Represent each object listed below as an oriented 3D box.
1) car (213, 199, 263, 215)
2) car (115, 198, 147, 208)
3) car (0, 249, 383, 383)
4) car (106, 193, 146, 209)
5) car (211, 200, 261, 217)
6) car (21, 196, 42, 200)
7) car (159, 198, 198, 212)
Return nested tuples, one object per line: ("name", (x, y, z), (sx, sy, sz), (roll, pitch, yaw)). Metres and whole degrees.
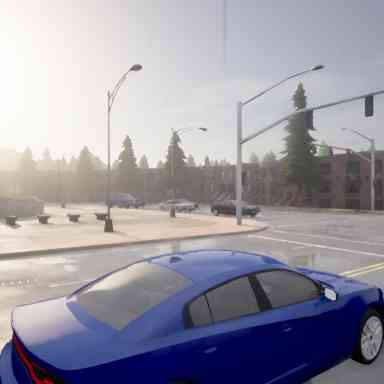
("car", (4.752, 1.547, 35.243), (2.033, 1.411, 5.357), (0, 0, -36))
("car", (-9.090, 1.601, 49.620), (4.718, 1.301, 1.895), (0, 0, 34))
("car", (0.495, 1.478, 4.151), (5.008, 1.535, 1.882), (0, 0, -35))
("car", (-9.458, 1.221, 45.623), (5.566, 2.045, 2.150), (0, 0, 36))
("car", (3.792, 1.478, 30.596), (1.882, 1.535, 5.008), (0, 0, -36))
("car", (-29.903, 1.505, 60.676), (4.892, 1.490, 1.837), (0, 0, 5))
("car", (-1.811, 1.601, 38.072), (1.895, 1.301, 4.718), (0, 0, -39))
